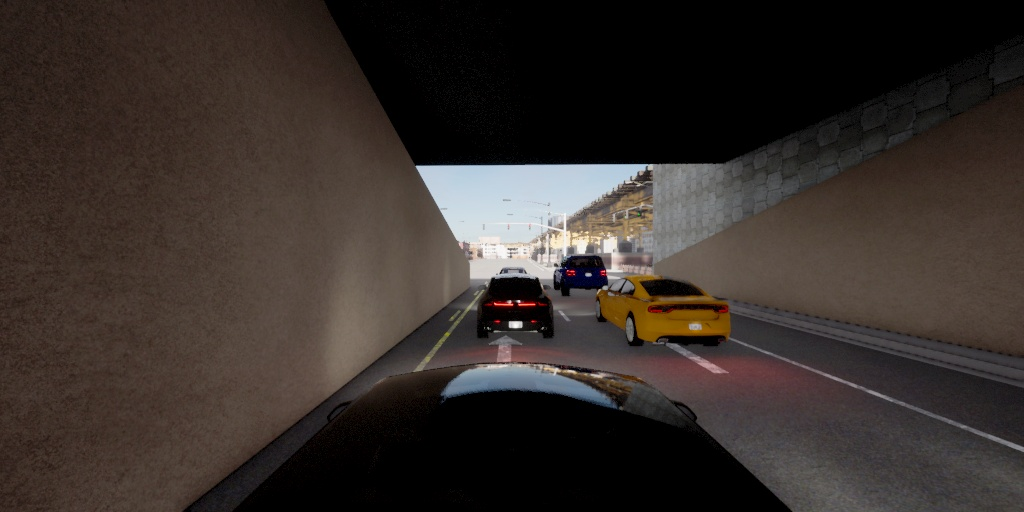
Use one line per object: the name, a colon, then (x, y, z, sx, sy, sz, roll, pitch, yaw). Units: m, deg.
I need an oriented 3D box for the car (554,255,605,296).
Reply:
car: (3.568, 0.971, 19.429, 2.150, 2.045, 5.566, 0, 0, 0)

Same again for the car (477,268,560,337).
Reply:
car: (0.076, 1.255, 10.258, 1.837, 1.490, 4.892, 0, 0, 0)

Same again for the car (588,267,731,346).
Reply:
car: (3.574, 1.227, 9.459, 1.882, 1.535, 5.008, 0, 0, 0)
